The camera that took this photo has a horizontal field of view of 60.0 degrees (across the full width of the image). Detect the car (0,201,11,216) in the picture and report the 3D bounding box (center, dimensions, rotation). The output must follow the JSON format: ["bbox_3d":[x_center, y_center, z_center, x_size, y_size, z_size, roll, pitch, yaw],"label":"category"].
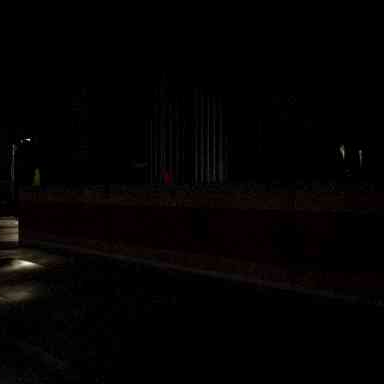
[{"bbox_3d":[-16.437,1.547,29.125,2.128,1.511,4.902,0,0,37],"label":"car"}]

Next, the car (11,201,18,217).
[{"bbox_3d":[-12.280,1.603,28.845,2.033,1.411,5.357,0,0,37],"label":"car"}]
